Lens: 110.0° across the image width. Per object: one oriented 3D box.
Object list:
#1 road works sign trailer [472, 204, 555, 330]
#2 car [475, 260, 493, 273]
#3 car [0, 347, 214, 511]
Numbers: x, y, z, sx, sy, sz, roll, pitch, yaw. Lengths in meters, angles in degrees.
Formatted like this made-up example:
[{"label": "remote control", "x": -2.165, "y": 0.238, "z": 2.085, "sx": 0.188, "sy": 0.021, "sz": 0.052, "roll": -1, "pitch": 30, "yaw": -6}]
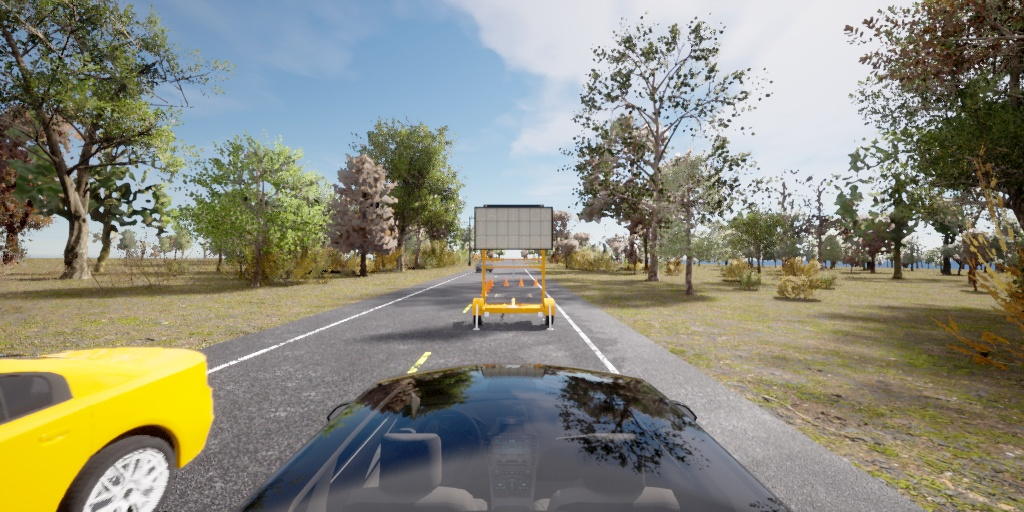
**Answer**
[{"label": "road works sign trailer", "x": 0.050, "y": 0.218, "z": 11.094, "sx": 2.380, "sy": 3.560, "sz": 2.880, "roll": 0, "pitch": 0, "yaw": 0}, {"label": "car", "x": -3.396, "y": 1.294, "z": 44.009, "sx": 2.128, "sy": 1.511, "sz": 4.902, "roll": 0, "pitch": 0, "yaw": 0}, {"label": "car", "x": -3.604, "y": 1.227, "z": 1.068, "sx": 1.882, "sy": 1.535, "sz": 5.008, "roll": 0, "pitch": 0, "yaw": 0}]
